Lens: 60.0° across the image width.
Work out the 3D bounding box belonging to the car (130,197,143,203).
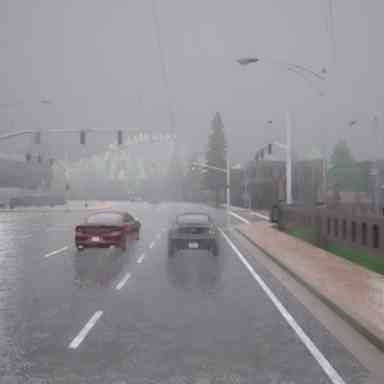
[{"bbox_3d":[-13.775,1.925,82.960,2.128,1.511,4.902,0,0,-32],"label":"car"}]

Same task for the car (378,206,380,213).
[{"bbox_3d":[23.691,1.664,38.732,5.008,1.535,1.882,0,0,0],"label":"car"}]

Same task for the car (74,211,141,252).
[{"bbox_3d":[-3.431,1.548,14.364,1.882,1.535,5.008,0,0,0],"label":"car"}]

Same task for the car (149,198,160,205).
[{"bbox_3d":[-7.657,1.925,68.338,1.895,1.301,4.718,0,0,-13],"label":"car"}]

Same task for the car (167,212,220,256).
[{"bbox_3d":[0.064,1.568,13.457,1.837,1.490,4.892,0,-1,0],"label":"car"}]
